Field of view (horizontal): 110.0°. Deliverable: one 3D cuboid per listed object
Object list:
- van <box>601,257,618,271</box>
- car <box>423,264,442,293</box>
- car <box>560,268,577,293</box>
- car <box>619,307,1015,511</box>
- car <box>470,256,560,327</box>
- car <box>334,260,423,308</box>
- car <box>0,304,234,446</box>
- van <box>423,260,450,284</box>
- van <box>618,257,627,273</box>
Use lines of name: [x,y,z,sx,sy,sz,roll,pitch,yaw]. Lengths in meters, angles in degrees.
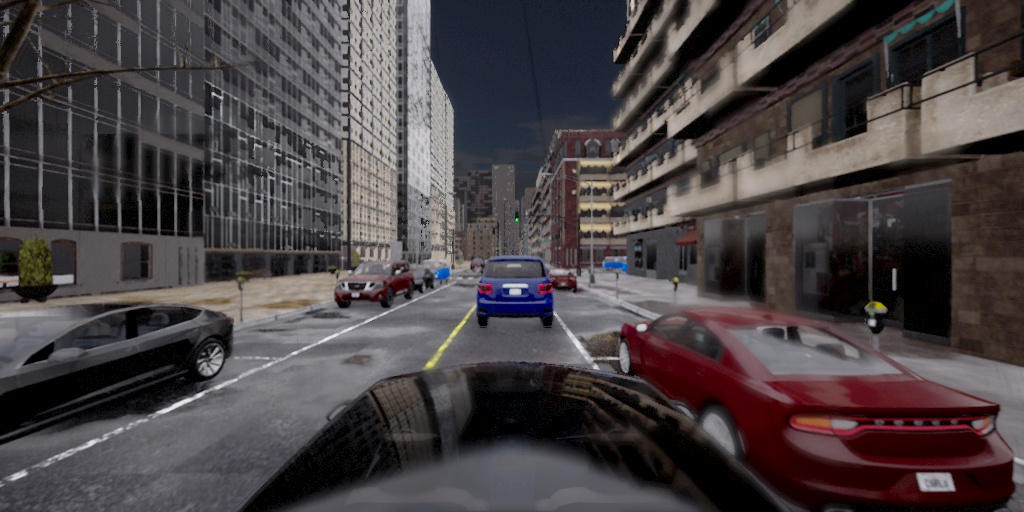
van: [13.743,1.015,46.550,3.998,1.789,1.690,0,0,0]
car: [-5.682,1.377,21.075,1.948,1.339,4.313,0,0,0]
car: [2.698,1.356,21.069,1.888,1.381,4.507,0,0,0]
car: [2.690,1.304,4.501,1.888,1.381,4.507,0,0,0]
car: [0.091,1.005,11.862,2.150,2.045,5.566,0,0,0]
car: [-5.685,1.107,15.551,2.192,1.841,5.009,0,0,0]
car: [-5.691,1.324,4.507,1.948,1.339,4.313,0,0,0]
van: [-5.679,1.171,26.597,1.690,1.789,3.998,0,0,0]
van: [13.761,1.025,38.169,3.998,1.789,1.690,0,0,0]
